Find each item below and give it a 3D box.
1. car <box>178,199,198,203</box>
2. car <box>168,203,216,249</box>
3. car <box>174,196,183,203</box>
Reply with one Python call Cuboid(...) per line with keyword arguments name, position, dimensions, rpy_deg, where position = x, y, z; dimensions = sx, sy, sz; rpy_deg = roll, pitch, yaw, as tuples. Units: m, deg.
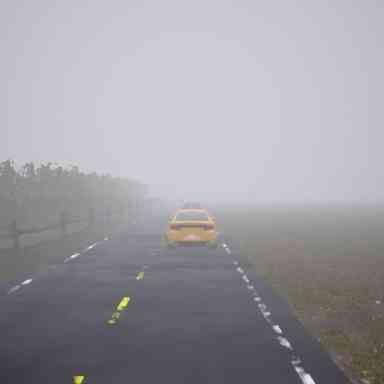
Cuboid(name="car", position=(0.001, 1.584, 29.650), dimensions=(1.994, 1.385, 4.181), rpy_deg=(0, 0, 0))
Cuboid(name="car", position=(0.000, 1.488, 14.649), dimensions=(1.882, 1.535, 5.008), rpy_deg=(0, 0, 0))
Cuboid(name="car", position=(-2.749, 1.561, 70.936), dimensions=(2.128, 1.511, 4.902), rpy_deg=(0, 0, 0))
